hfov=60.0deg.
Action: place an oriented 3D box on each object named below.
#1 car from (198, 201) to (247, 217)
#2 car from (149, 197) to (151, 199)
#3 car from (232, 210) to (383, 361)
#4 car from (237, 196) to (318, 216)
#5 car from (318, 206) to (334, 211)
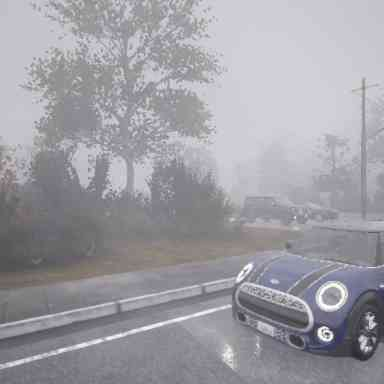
[{"bbox_3d":[3.049,1.706,34.156,1.882,1.535,5.008,0,-1,-43],"label":"car"},{"bbox_3d":[-7.505,1.886,54.170,5.566,2.045,2.150,-1,-1,39],"label":"car"},{"bbox_3d":[2.877,1.352,6.054,4.553,1.767,2.097,0,0,-36],"label":"car"},{"bbox_3d":[6.201,1.316,25.101,2.150,2.045,5.566,0,-1,-37],"label":"car"},{"bbox_3d":[9.236,1.566,26.845,1.882,1.535,5.008,0,-1,-39],"label":"car"}]
